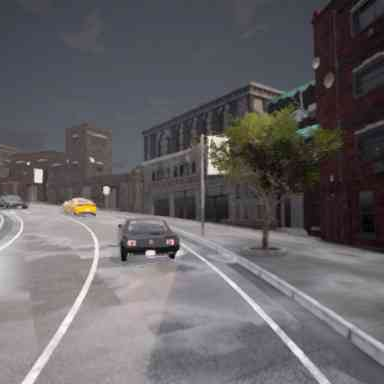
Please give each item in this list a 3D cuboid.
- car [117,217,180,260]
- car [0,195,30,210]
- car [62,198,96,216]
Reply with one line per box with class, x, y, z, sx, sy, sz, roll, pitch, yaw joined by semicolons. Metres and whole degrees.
car;-1.828;1.602;12.541;1.895;1.301;4.718;1;0;-14
car;-18.545;1.035;34.093;5.357;1.411;2.033;2;-1;43
car;-10.207;1.291;29.959;1.882;1.535;5.008;3;-1;-35
